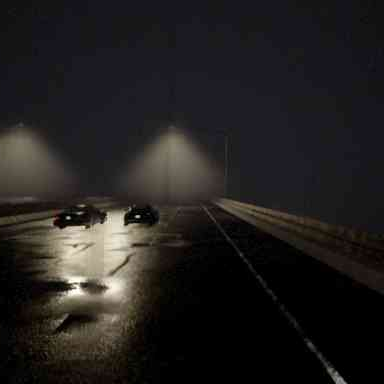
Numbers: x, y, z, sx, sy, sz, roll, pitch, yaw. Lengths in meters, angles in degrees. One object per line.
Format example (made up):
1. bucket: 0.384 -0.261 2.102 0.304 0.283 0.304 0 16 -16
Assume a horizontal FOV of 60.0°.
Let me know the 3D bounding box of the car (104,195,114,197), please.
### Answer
1. car: -17.538 1.347 70.122 1.882 1.535 5.008 0 0 0

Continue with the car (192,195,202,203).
1. car: 1.012 1.354 69.237 1.882 1.535 5.008 0 0 0

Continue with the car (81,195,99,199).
1. car: -21.038 1.348 69.706 1.882 1.535 5.008 0 0 0

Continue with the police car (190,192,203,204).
1. police car: 1.017 1.320 59.347 1.930 1.638 5.238 0 0 0

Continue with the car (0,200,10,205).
1. car: -17.613 1.441 28.952 2.128 1.511 4.902 0 0 0

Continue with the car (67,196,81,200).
1. car: -24.537 1.466 69.673 1.895 1.301 4.718 0 0 0

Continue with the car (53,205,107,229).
1. car: -6.911 1.511 21.082 2.033 1.411 5.357 0 0 0

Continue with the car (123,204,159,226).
1. car: -3.413 1.524 22.901 1.994 1.385 4.181 0 0 0
